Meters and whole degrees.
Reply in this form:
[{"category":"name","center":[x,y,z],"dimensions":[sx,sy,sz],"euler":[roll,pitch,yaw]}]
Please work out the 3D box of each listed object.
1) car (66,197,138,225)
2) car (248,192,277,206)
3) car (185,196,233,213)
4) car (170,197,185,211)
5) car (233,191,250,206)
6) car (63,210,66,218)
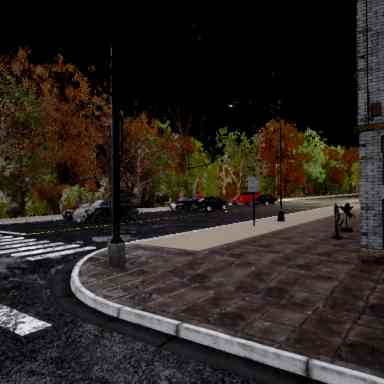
[{"category":"car","center":[-5.907,1.202,23.015],"dimensions":[2.097,1.767,4.553],"euler":[-1,0,36]},{"category":"car","center":[9.729,1.085,44.229],"dimensions":[1.837,1.490,4.892],"euler":[-1,0,37]},{"category":"car","center":[1.801,1.225,33.497],"dimensions":[1.837,1.490,4.892],"euler":[-1,-1,36]},{"category":"car","center":[-0.422,1.247,35.958],"dimensions":[2.128,1.511,4.902],"euler":[-1,0,36]},{"category":"car","center":[7.782,0.831,47.061],"dimensions":[2.150,2.045,5.566],"euler":[-1,0,36]},{"category":"car","center":[-7.841,1.447,25.869],"dimensions":[1.994,1.385,4.181],"euler":[-1,0,36]}]
